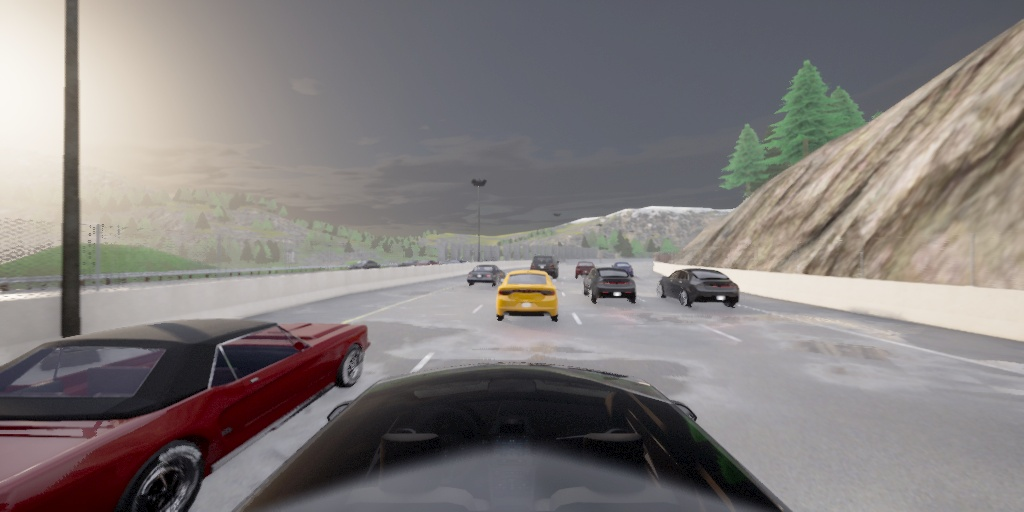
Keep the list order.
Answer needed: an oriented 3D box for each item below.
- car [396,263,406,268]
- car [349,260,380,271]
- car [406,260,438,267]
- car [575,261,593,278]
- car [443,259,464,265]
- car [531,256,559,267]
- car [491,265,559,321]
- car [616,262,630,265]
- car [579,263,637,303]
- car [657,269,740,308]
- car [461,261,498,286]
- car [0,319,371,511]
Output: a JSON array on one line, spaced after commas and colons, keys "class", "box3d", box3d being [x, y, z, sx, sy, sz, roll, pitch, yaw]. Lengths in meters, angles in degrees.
[{"class": "car", "box3d": [-14.309, 1.280, 51.201, 2.033, 1.411, 5.357, 0, 0, 15]}, {"class": "car", "box3d": [-19.083, 1.245, 46.557, 1.812, 1.442, 4.674, 0, 0, 14]}, {"class": "car", "box3d": [-11.573, 1.216, 47.794, 1.882, 1.535, 5.008, 0, 0, 15]}, {"class": "car", "box3d": [7.101, 1.257, 34.588, 1.882, 1.535, 5.008, 0, 0, 11]}, {"class": "car", "box3d": [-7.745, 1.225, 48.552, 1.882, 1.535, 5.008, 0, 0, 15]}, {"class": "car", "box3d": [2.869, 0.989, 31.215, 2.150, 2.045, 5.566, 0, 0, 10]}, {"class": "car", "box3d": [0.573, 1.233, 12.629, 1.882, 1.535, 5.008, 0, 0, 4]}, {"class": "car", "box3d": [10.851, 1.315, 35.418, 1.812, 1.442, 4.674, 0, 0, 12]}, {"class": "car", "box3d": [4.421, 1.272, 16.737, 1.837, 1.490, 4.892, 0, 0, 5]}, {"class": "car", "box3d": [7.815, 1.279, 15.487, 1.837, 1.490, 4.892, 0, 0, 5]}, {"class": "car", "box3d": [-1.694, 1.302, 24.926, 2.033, 1.411, 5.357, 0, 0, 8]}, {"class": "car", "box3d": [-3.320, 1.343, 3.913, 1.895, 1.301, 4.718, 0, 0, 1]}]
